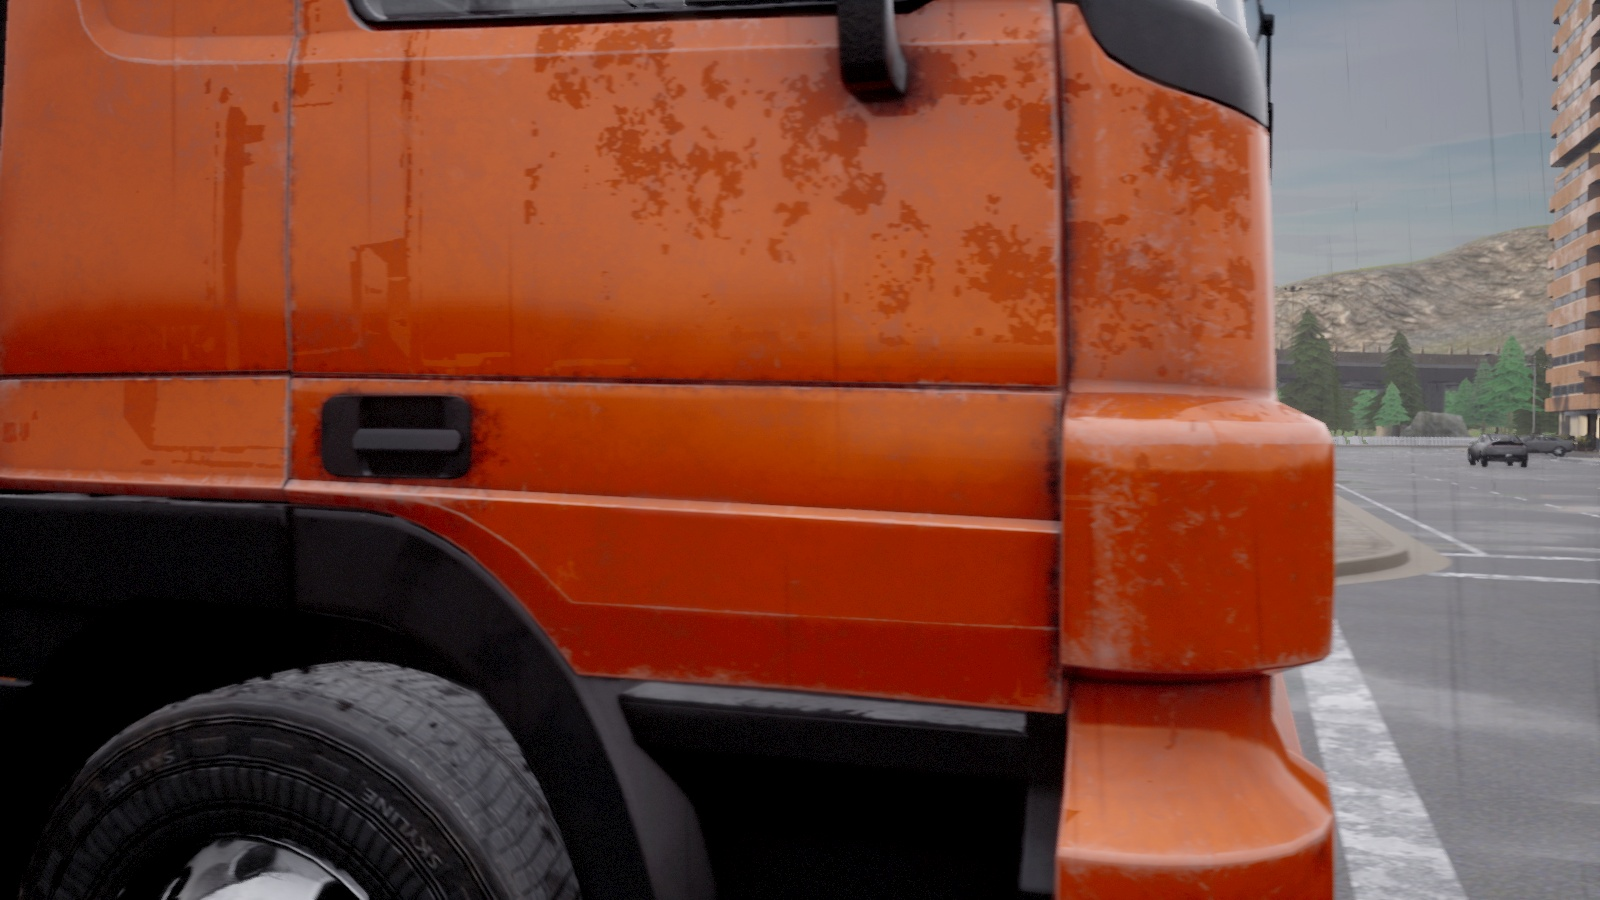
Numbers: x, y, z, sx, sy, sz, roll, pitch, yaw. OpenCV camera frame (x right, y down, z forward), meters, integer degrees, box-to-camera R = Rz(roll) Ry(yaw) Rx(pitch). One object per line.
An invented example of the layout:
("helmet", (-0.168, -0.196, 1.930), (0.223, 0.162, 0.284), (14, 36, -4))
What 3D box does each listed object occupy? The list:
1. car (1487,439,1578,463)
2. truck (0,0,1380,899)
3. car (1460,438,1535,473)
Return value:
("car", (49.985, 0.039, 85.826), (4.902, 1.511, 2.128), (1, 1, 12))
("truck", (-2.645, -0.256, 4.072), (7.936, 3.462, 2.891), (1, 1, 19))
("car", (32.044, 0.207, 57.814), (2.128, 1.511, 4.902), (1, 1, 19))
